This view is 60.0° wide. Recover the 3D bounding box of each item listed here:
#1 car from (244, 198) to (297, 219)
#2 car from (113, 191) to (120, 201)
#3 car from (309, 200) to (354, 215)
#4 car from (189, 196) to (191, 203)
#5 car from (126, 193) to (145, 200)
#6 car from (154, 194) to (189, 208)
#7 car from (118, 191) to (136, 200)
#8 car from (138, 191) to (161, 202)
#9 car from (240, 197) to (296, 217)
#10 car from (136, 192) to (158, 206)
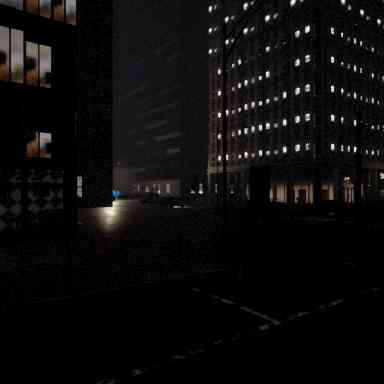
[{"bbox_3d":[6.389,1.399,26.546,1.802,1.307,4.206,1,0,-32],"label":"car"},{"bbox_3d":[-15.008,0.919,58.874,1.887,1.381,4.507,1,0,-35],"label":"car"},{"bbox_3d":[13.007,1.377,31.239,1.802,1.307,4.206,1,0,-32],"label":"car"},{"bbox_3d":[-1.892,0.926,54.336,1.967,1.590,4.097,1,0,-35],"label":"car"},{"bbox_3d":[-11.540,0.864,67.781,1.947,1.339,4.313,1,0,-36],"label":"car"},{"bbox_3d":[-2.509,1.211,40.500,1.802,1.307,4.206,1,0,-33],"label":"car"},{"bbox_3d":[-13.144,0.876,65.716,1.994,1.385,4.181,0,1,-36],"label":"car"},{"bbox_3d":[-7.324,0.779,57.543,2.097,1.767,4.553,0,1,-35],"label":"car"},{"bbox_3d":[6.847,1.265,30.566,2.128,1.511,4.902,0,1,-32],"label":"car"},{"bbox_3d":[-5.459,1.094,44.996,1.752,1.417,4.829,1,0,-33],"label":"car"}]
